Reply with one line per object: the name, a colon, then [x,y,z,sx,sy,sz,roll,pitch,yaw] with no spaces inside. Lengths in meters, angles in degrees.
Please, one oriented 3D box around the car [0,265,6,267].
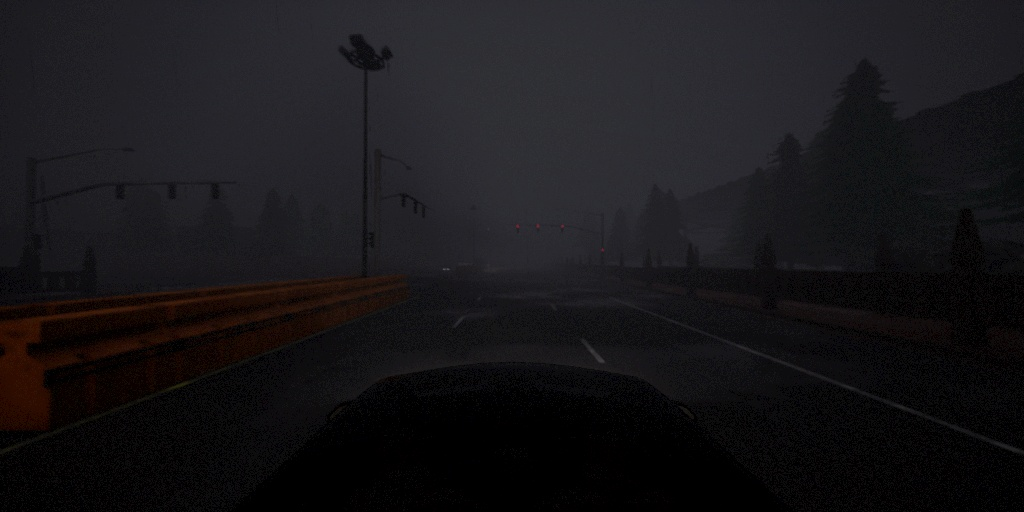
car: [-45.546,1.491,31.313,4.553,1.767,2.097,0,-1,0]
